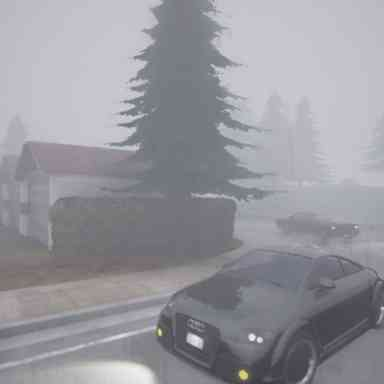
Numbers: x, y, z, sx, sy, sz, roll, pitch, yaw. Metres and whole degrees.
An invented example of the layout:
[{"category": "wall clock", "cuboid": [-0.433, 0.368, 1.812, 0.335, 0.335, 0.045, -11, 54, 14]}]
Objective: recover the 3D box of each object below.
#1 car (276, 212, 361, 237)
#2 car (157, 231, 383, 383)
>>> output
[{"category": "car", "cuboid": [6.677, 1.803, 18.101, 1.895, 1.301, 4.718, 1, -1, -20]}, {"category": "car", "cuboid": [1.502, 1.614, 5.340, 4.181, 1.385, 1.994, 1, 0, -43]}]
